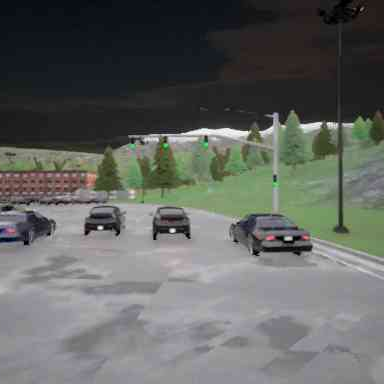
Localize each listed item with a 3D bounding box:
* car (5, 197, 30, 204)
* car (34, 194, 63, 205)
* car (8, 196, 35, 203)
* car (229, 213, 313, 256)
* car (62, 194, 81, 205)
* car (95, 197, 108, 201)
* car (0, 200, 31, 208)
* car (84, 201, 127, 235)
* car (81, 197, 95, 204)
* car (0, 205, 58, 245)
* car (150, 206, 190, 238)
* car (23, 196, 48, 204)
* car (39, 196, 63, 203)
[{"bbox_3d":[-32.891,1.575,62.578,4.181,1.385,1.994,0,0,25],"label":"car"},{"bbox_3d":[-24.432,1.565,56.622,4.892,1.490,1.837,0,0,42],"label":"car"},{"bbox_3d":[-29.086,1.573,55.952,4.892,1.490,1.837,0,0,35],"label":"car"},{"bbox_3d":[2.858,1.545,13.203,2.033,1.411,5.357,0,0,-6],"label":"car"},{"bbox_3d":[-22.570,1.583,59.650,4.674,1.442,1.812,0,0,39],"label":"car"},{"bbox_3d":[-18.721,1.596,65.555,5.357,1.411,2.033,0,0,39],"label":"car"},{"bbox_3d":[-12.302,1.533,21.376,1.837,1.490,4.892,0,0,-9],"label":"car"},{"bbox_3d":[-4.878,1.519,18.976,1.837,1.490,4.892,0,0,-7],"label":"car"},{"bbox_3d":[-20.958,1.618,62.859,4.181,1.385,1.994,0,0,39],"label":"car"},{"bbox_3d":[-7.912,1.566,15.390,2.033,1.411,5.357,0,0,-7],"label":"car"},{"bbox_3d":[-1.189,1.511,17.666,1.837,1.490,4.892,0,0,-7],"label":"car"},{"bbox_3d":[-30.786,1.510,65.418,4.892,1.490,1.837,0,0,28],"label":"car"},{"bbox_3d":[-29.073,1.594,68.470,4.718,1.301,1.895,0,0,28],"label":"car"}]
